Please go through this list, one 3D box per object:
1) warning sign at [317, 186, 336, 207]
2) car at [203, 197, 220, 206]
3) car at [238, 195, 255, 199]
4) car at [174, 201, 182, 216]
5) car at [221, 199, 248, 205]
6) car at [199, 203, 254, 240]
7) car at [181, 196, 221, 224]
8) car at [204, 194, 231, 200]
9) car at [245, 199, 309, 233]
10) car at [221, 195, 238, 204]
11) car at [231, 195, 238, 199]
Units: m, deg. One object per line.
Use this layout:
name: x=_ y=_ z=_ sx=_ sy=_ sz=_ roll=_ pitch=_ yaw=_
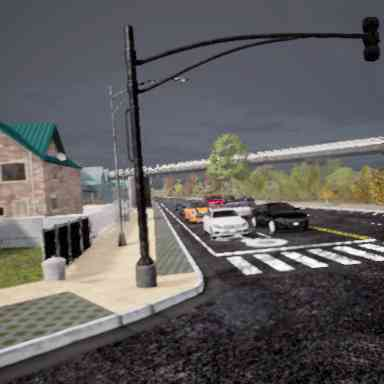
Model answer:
warning sign: x=12.847 y=0.424 z=31.706 sx=1.300 sy=1.860 sz=1.060 roll=-2 pitch=1 yaw=-7
car: x=3.439 y=1.599 z=59.249 sx=2.033 sy=1.411 sz=5.357 roll=-4 pitch=0 yaw=-7
car: x=7.887 y=1.196 z=49.281 sx=2.128 sy=1.511 sz=4.902 roll=-4 pitch=0 yaw=-7
car: x=-0.472 y=1.761 z=36.568 sx=2.128 sy=1.511 sz=4.902 roll=-4 pitch=0 yaw=-7
car: x=3.776 y=1.550 z=28.291 sx=1.895 sy=1.301 sz=4.718 roll=-4 pitch=0 yaw=-7
car: x=1.709 y=1.602 z=18.116 sx=1.812 sy=1.442 sz=4.674 roll=-4 pitch=0 yaw=-5
car: x=0.631 y=1.522 z=27.096 sx=2.097 sy=1.767 sz=4.553 roll=-4 pitch=0 yaw=-7
car: x=2.534 y=1.281 z=38.760 sx=2.150 sy=2.045 sz=5.566 roll=-4 pitch=0 yaw=-6
car: x=4.868 y=1.330 z=19.025 sx=1.882 sy=1.535 sz=5.008 roll=-4 pitch=0 yaw=-7
car: x=6.655 y=1.328 z=59.635 sx=1.837 sy=1.490 sz=4.892 roll=-4 pitch=0 yaw=-7
car: x=4.670 y=1.425 z=48.901 sx=2.128 sy=1.511 sz=4.902 roll=-4 pitch=0 yaw=-7
